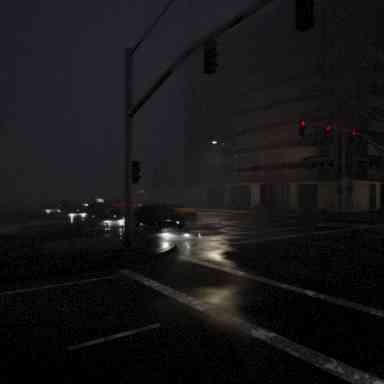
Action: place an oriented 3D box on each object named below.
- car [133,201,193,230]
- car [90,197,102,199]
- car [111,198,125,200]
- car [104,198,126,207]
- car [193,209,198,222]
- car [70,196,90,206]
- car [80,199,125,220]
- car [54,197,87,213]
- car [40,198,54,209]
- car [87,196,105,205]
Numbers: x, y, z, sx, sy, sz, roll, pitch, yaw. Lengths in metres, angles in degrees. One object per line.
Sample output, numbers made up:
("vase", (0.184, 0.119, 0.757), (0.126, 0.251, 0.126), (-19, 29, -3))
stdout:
("car", (-2.254, 1.560, 21.702), (1.837, 1.490, 4.892), (0, 0, -36))
("car", (-12.947, 1.603, 42.800), (2.033, 1.411, 5.357), (0, 0, -35))
("car", (-6.861, 1.407, 34.223), (2.097, 1.767, 4.553), (0, 0, -36))
("car", (-12.685, 1.656, 54.836), (1.895, 1.301, 4.718), (0, 0, -36))
("car", (-1.485, 1.533, 26.661), (1.882, 1.535, 5.008), (0, 0, -35))
("car", (-19.911, 1.547, 58.954), (2.128, 1.511, 4.902), (0, 0, -35))
("car", (-7.898, 1.603, 29.639), (2.033, 1.411, 5.357), (0, 0, -35))
("car", (-13.758, 1.603, 37.899), (2.033, 1.411, 5.357), (0, 0, -35))
("car", (-19.807, 1.533, 46.472), (1.882, 1.535, 5.008), (0, 0, -35))
("car", (-17.961, 1.581, 62.260), (1.812, 1.442, 4.674), (0, 0, -34))
